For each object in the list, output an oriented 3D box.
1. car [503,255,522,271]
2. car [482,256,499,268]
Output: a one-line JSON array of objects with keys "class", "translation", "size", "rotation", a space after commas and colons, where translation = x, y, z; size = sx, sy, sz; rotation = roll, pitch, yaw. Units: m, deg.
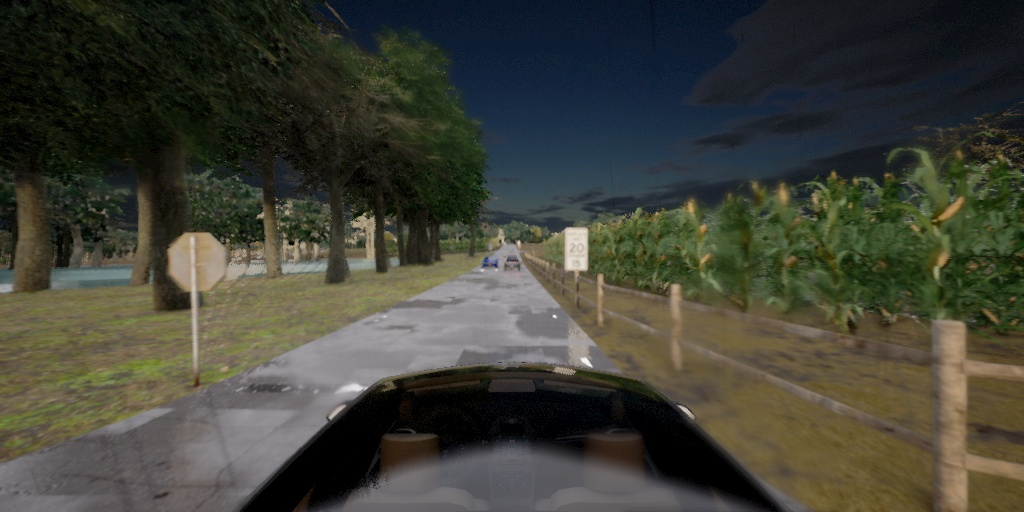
[{"class": "car", "translation": [0.027, 0.846, 40.666], "size": [2.128, 1.511, 4.902], "rotation": [0, 1, 0]}, {"class": "car", "translation": [-2.719, 0.726, 45.672], "size": [1.882, 1.535, 5.008], "rotation": [0, 1, 0]}]
